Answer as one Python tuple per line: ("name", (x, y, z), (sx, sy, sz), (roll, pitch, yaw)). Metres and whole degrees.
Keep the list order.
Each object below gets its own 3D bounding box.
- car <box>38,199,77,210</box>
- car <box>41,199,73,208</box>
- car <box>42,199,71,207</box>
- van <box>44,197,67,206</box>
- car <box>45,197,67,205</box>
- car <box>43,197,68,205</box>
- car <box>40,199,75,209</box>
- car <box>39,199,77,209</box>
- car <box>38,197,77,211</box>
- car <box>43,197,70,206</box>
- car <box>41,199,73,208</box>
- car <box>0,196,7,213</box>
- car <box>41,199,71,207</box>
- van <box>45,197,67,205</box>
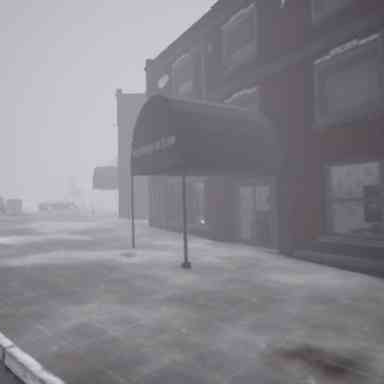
("car", (-19.979, 1.816, 49.449), (4.892, 1.521, 2.231), (0, -1, -43))
("car", (-24.496, 1.999, 60.275), (4.892, 1.521, 2.231), (0, -1, -43))
("car", (-26.762, 2.091, 65.692), (4.892, 1.521, 2.231), (0, -1, -43))
("van", (-30.242, 2.006, 73.731), (4.442, 1.987, 1.878), (0, -1, -43))
("car", (-33.574, 2.260, 81.913), (4.553, 1.767, 2.185), (0, -2, -43))
("car", (-35.791, 2.244, 87.368), (5.566, 2.045, 2.435), (0, -2, -43))
("car", (-21.113, 1.901, 52.153), (4.674, 1.452, 2.002), (0, -1, -43))
("car", (-22.115, 1.905, 54.990), (5.366, 1.575, 1.946), (0, -1, -43))
("car", (-17.730, 1.724, 44.035), (4.892, 1.521, 2.231), (0, -1, -43))
("car", (-27.873, 2.011, 68.416), (4.553, 1.767, 2.185), (0, -1, -43))
("car", (-23.374, 1.992, 57.568), (4.674, 1.452, 2.002), (0, -1, -43))
("car", (-22.762, 1.472, 39.099), (2.150, 2.045, 5.566), (-1, -1, -20))
("car", (-25.658, 2.073, 62.960), (4.792, 1.488, 2.163), (0, -1, -43))
("van", (-32.338, 2.109, 79.309), (4.442, 1.987, 1.878), (0, -2, -43))
